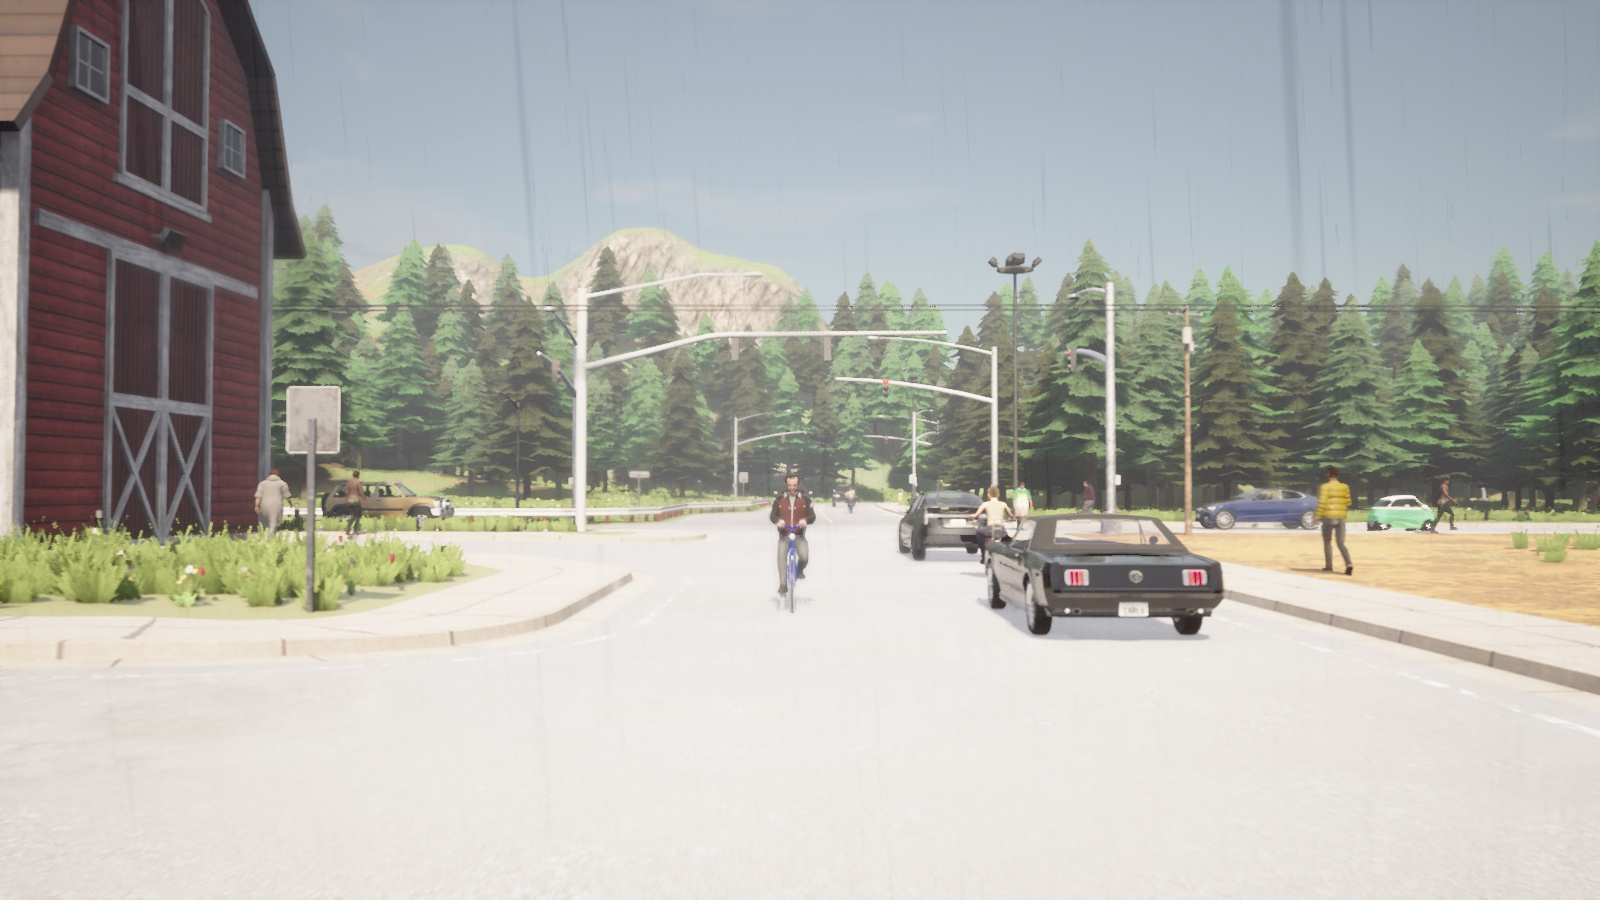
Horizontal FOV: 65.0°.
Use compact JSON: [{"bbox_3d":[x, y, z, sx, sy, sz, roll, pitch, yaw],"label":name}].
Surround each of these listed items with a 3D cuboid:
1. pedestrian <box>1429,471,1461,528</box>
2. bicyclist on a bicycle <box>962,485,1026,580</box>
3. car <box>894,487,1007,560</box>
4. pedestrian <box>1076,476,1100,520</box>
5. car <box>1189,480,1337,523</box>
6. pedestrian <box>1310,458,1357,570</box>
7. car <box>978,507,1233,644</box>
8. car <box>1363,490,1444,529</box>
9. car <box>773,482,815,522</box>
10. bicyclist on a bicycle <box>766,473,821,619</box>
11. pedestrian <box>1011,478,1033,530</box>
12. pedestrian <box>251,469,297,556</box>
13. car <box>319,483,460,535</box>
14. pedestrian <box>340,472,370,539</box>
[{"bbox_3d":[20.652,1.581,40.205,0.869,1.805,0.328,-1,-2,27],"label":"pedestrian"},{"bbox_3d":[3.388,1.419,22.050,0.866,1.612,1.509,0,-2,0],"label":"bicyclist on a bicycle"},{"bbox_3d":[3.355,1.628,28.825,2.007,1.525,4.514,0,-2,0],"label":"car"},{"bbox_3d":[12.306,2.056,53.709,0.899,1.844,0.634,0,-2,2],"label":"pedestrian"},{"bbox_3d":[18.218,2.020,49.547,5.027,1.651,2.152,0,-2,1],"label":"car"},{"bbox_3d":[8.979,1.068,21.160,0.431,1.840,0.709,0,-2,-2],"label":"pedestrian"},{"bbox_3d":[3.418,1.374,15.047,1.895,1.301,4.718,0,-2,0],"label":"car"},{"bbox_3d":[22.068,2.167,45.984,2.207,1.376,1.481,-1,-2,1],"label":"car"},{"bbox_3d":[-0.298,2.464,60.347,1.932,1.855,4.605,0,-2,0],"label":"car"},{"bbox_3d":[-0.087,1.203,16.305,0.659,1.776,1.843,0,-2,0],"label":"bicyclist on a bicycle"},{"bbox_3d":[8.342,2.018,47.200,0.659,1.952,0.873,0,-2,2],"label":"pedestrian"},{"bbox_3d":[-11.947,1.410,28.541,0.659,1.952,0.873,0,-2,0],"label":"pedestrian"},{"bbox_3d":[-15.138,2.166,46.487,4.605,1.855,1.932,0,-2,1],"label":"car"},{"bbox_3d":[-12.178,1.506,34.402,0.328,1.805,0.869,-1,-2,15],"label":"pedestrian"}]
